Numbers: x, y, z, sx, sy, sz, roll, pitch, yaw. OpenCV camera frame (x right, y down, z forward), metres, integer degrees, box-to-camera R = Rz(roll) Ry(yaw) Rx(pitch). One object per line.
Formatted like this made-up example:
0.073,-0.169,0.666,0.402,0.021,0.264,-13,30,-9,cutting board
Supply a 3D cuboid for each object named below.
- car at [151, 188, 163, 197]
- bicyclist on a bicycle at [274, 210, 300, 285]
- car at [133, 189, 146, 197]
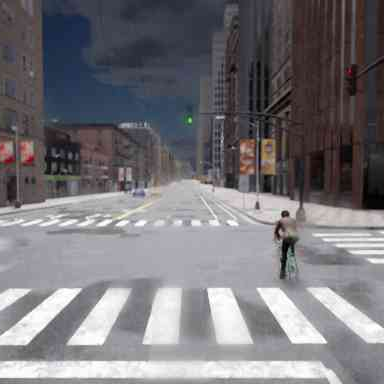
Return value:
-6.491,0.069,61.396,1.882,1.535,5.008,0,1,0,car
2.253,1.269,7.904,0.582,1.620,1.656,0,1,0,bicyclist on a bicycle
-9.741,0.117,61.398,1.812,1.442,4.674,0,1,0,car
